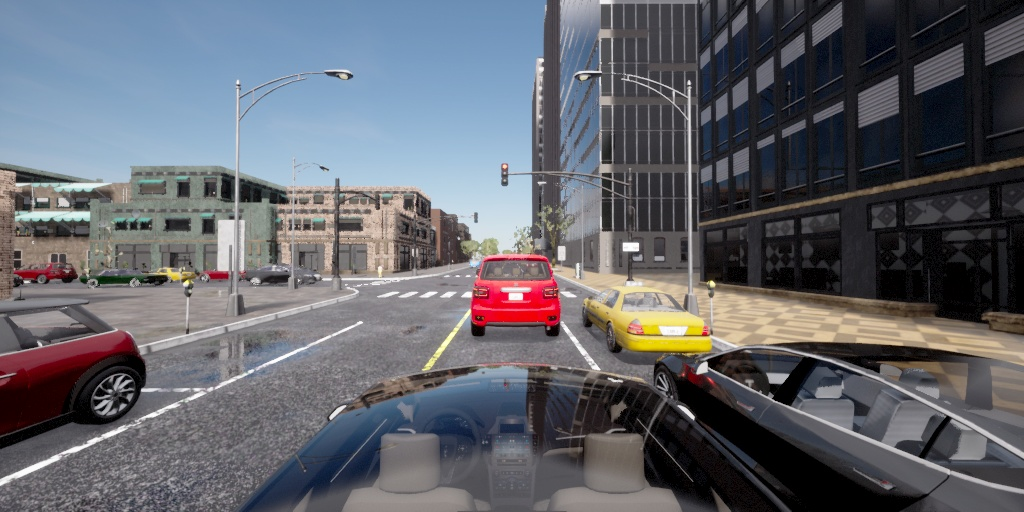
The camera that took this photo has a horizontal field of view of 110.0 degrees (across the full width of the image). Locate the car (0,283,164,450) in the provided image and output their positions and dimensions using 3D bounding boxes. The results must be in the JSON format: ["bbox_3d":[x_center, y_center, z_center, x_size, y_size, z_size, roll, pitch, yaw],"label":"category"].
[{"bbox_3d":[-5.692,1.190,2.827,1.967,1.591,4.097,0,0,0],"label":"car"}]

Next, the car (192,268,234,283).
[{"bbox_3d":[-25.025,1.489,31.517,4.097,1.591,1.967,0,0,1],"label":"car"}]

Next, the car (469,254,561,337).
[{"bbox_3d":[0.081,0.975,10.480,2.150,2.045,5.566,0,0,0],"label":"car"}]

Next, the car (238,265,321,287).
[{"bbox_3d":[-16.315,1.367,25.671,4.902,1.511,2.128,-1,-1,1],"label":"car"}]

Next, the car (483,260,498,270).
[{"bbox_3d":[-3.212,1.317,54.610,2.033,1.411,5.357,0,0,0],"label":"car"}]

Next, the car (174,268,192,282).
[{"bbox_3d":[-30.743,1.627,31.577,4.829,1.417,1.751,0,0,1],"label":"car"}]

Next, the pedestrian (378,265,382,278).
[{"bbox_3d":[-12.616,1.399,34.339,0.375,1.300,0.375,0,0,1],"label":"pedestrian"}]

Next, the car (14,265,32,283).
[{"bbox_3d":[-38.488,1.591,25.889,4.892,1.490,1.837,-1,-1,1],"label":"car"}]

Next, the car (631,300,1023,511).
[{"bbox_3d":[2.655,1.316,2.791,1.948,1.339,4.313,0,0,0],"label":"car"}]

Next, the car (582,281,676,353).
[{"bbox_3d":[2.813,1.277,8.605,1.751,1.417,4.829,0,0,0],"label":"car"}]

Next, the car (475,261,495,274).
[{"bbox_3d":[-3.193,1.312,43.986,2.033,1.411,5.357,0,0,0],"label":"car"}]

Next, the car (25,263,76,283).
[{"bbox_3d":[-41.668,1.522,31.692,5.009,1.841,2.192,0,0,1],"label":"car"}]

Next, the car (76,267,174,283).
[{"bbox_3d":[-27.688,1.583,25.761,4.718,1.301,1.895,-1,-1,1],"label":"car"}]
